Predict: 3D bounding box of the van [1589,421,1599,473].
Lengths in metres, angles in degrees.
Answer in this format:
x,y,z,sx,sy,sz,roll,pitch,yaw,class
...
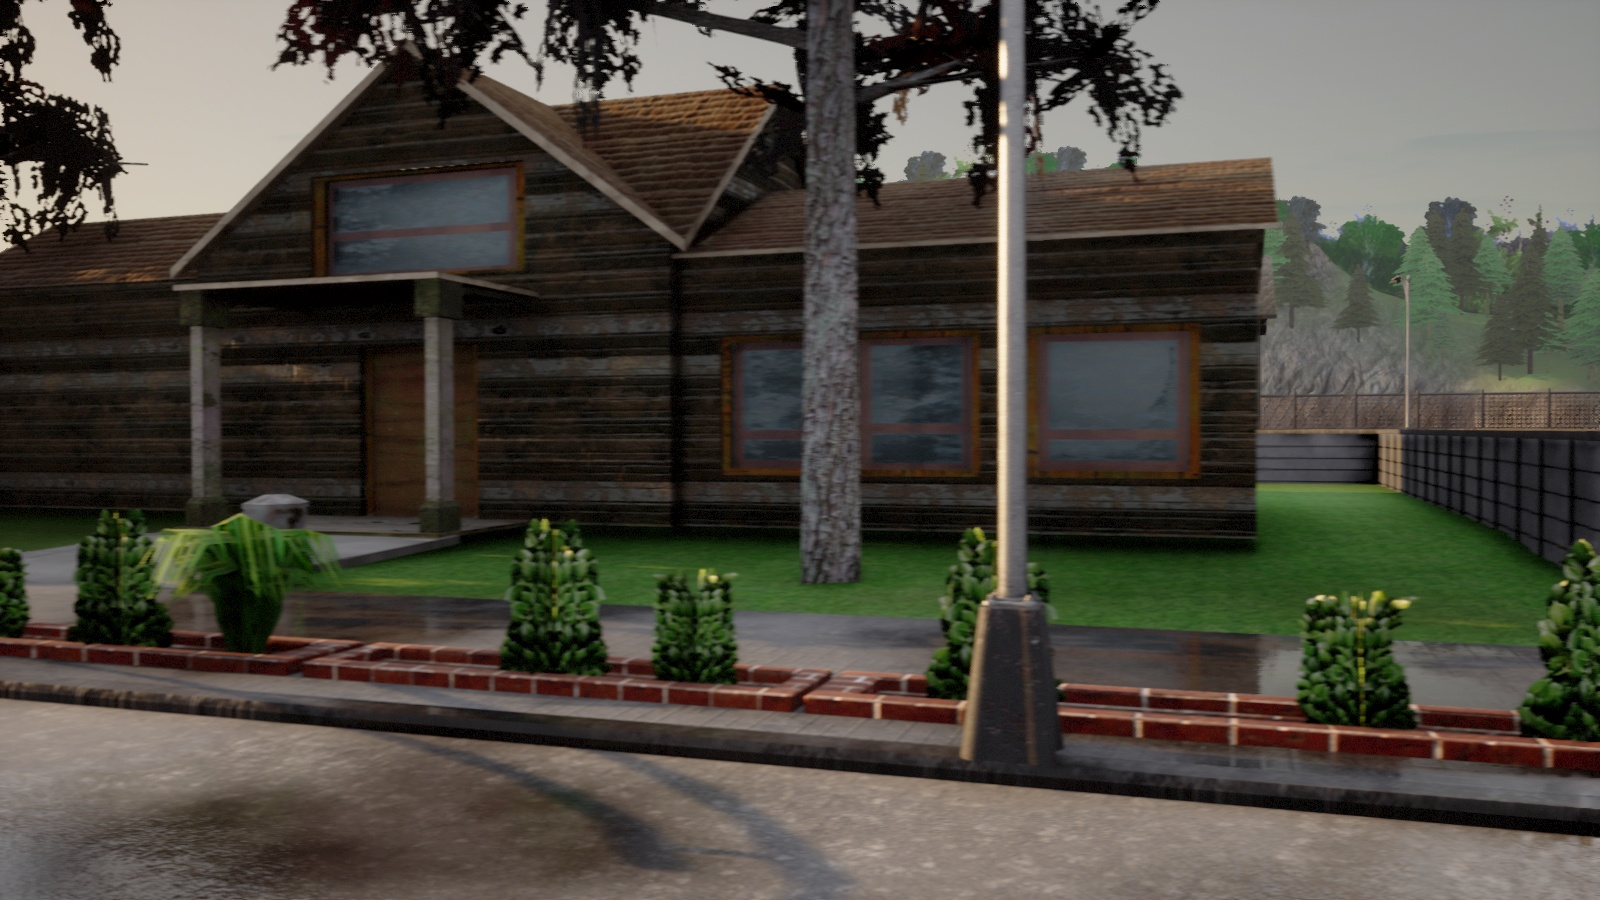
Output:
x,y,z,sx,sy,sz,roll,pitch,yaw,class
33.583,-0.106,48.868,4.480,2.038,2.069,1,1,19,van
